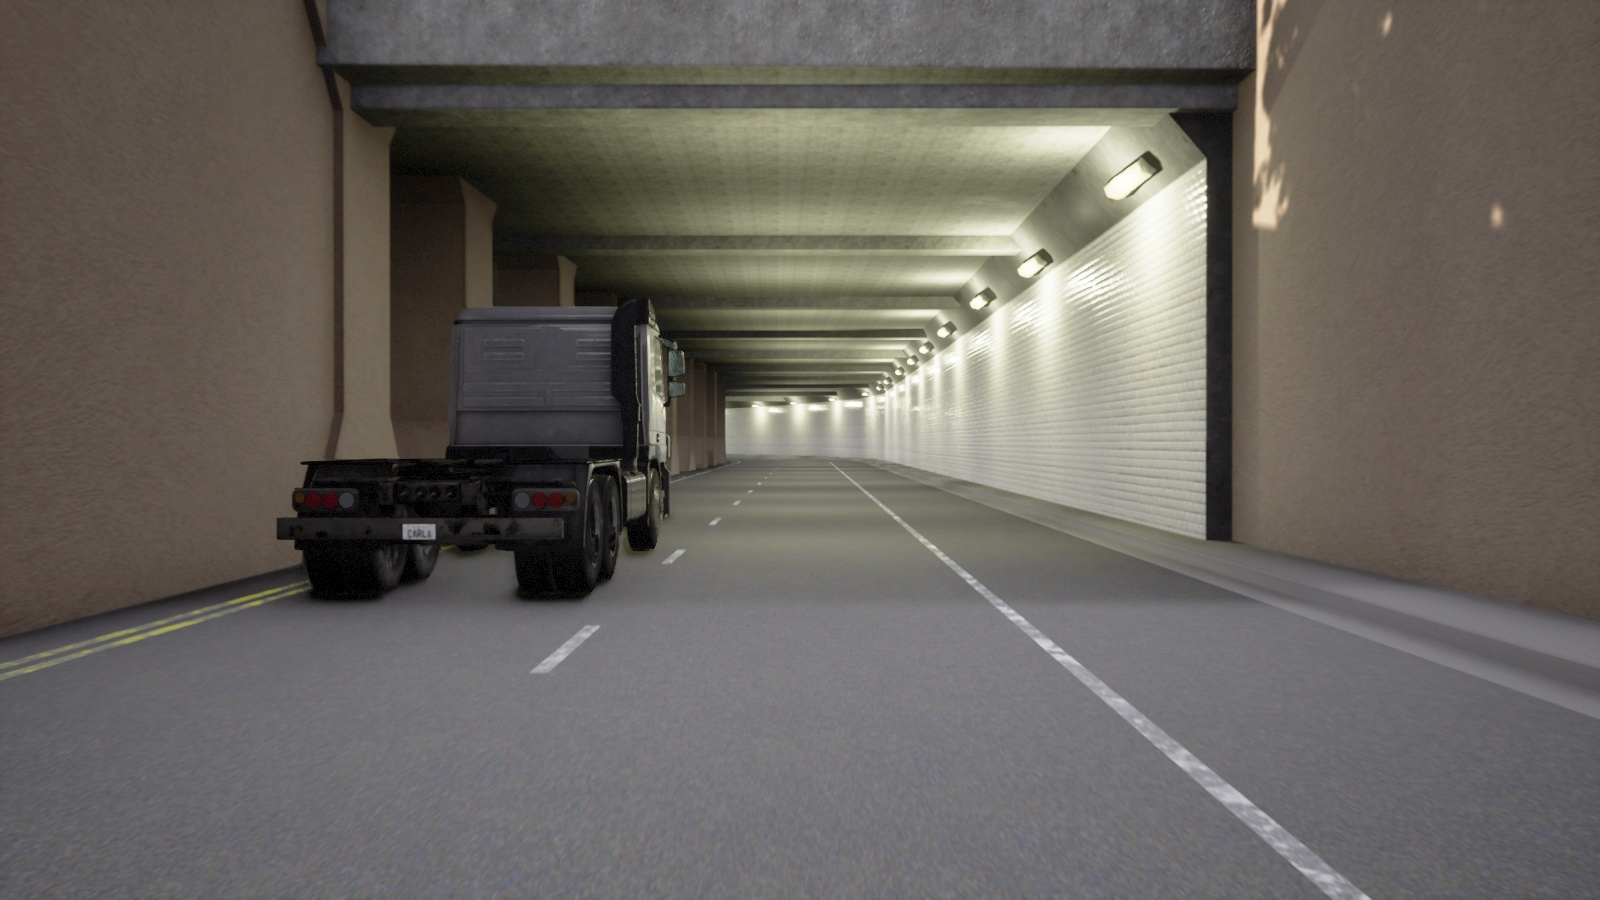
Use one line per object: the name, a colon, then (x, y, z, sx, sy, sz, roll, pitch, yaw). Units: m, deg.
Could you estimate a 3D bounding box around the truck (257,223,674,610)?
truck: (-3.399, -0.324, 15.226, 2.891, 3.462, 7.936, 0, 0, 0)
